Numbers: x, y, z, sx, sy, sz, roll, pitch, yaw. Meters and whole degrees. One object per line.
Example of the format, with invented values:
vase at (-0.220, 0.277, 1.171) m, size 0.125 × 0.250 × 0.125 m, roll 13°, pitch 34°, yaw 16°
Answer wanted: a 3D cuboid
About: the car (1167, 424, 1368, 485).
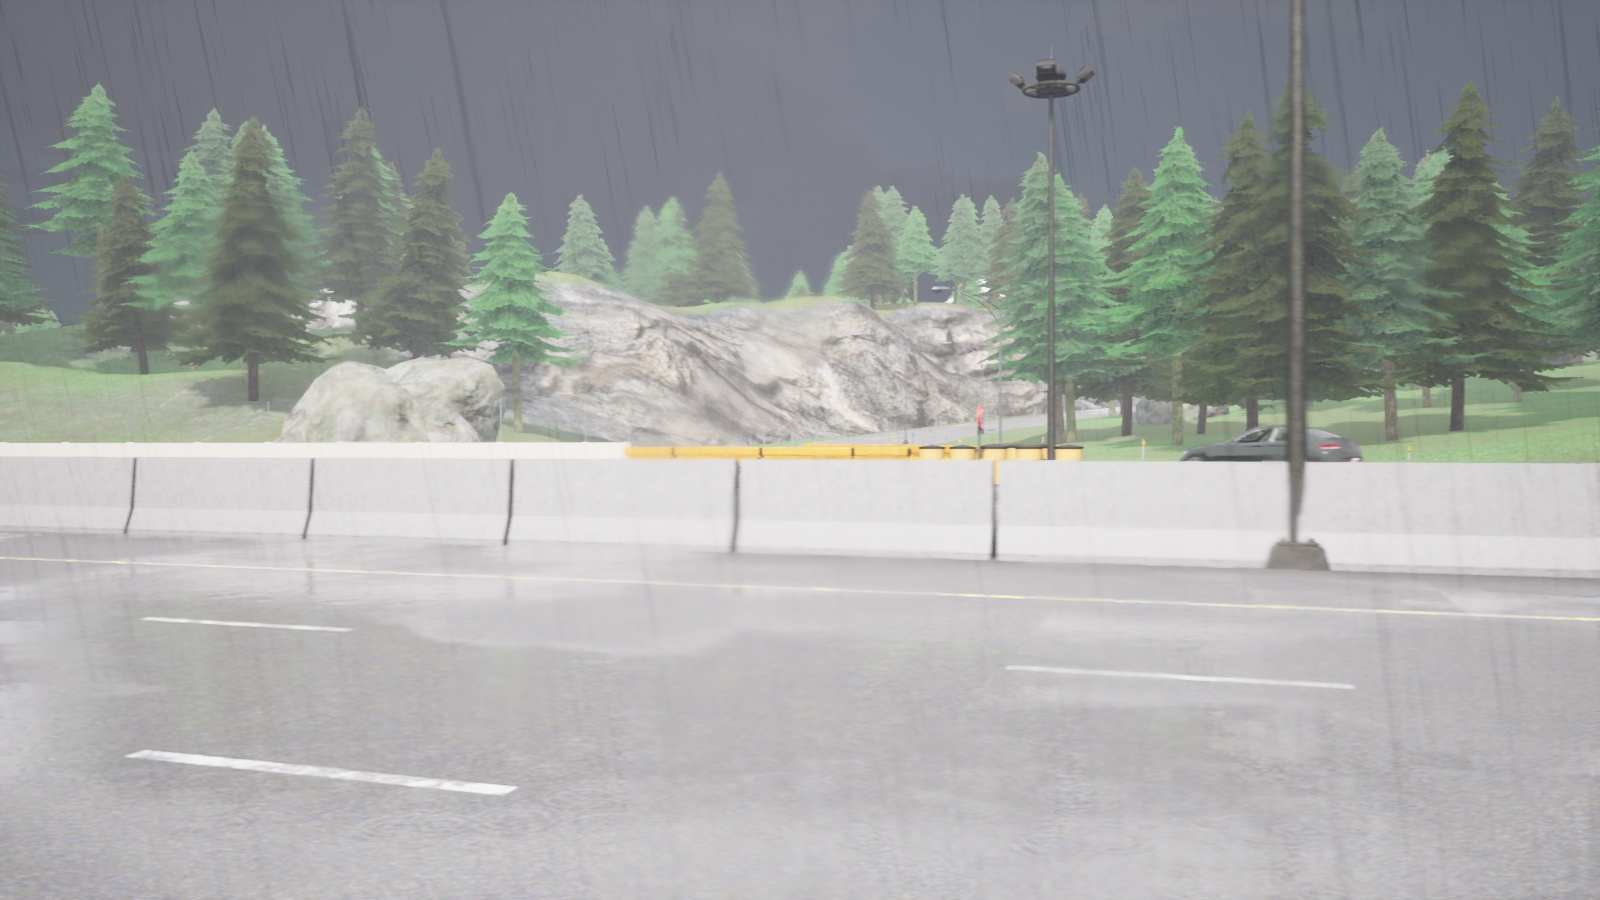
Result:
car at (13.461, 0.073, 36.406) m, size 2.152 × 1.651 × 5.027 m, roll -1°, pitch 1°, yaw -42°
